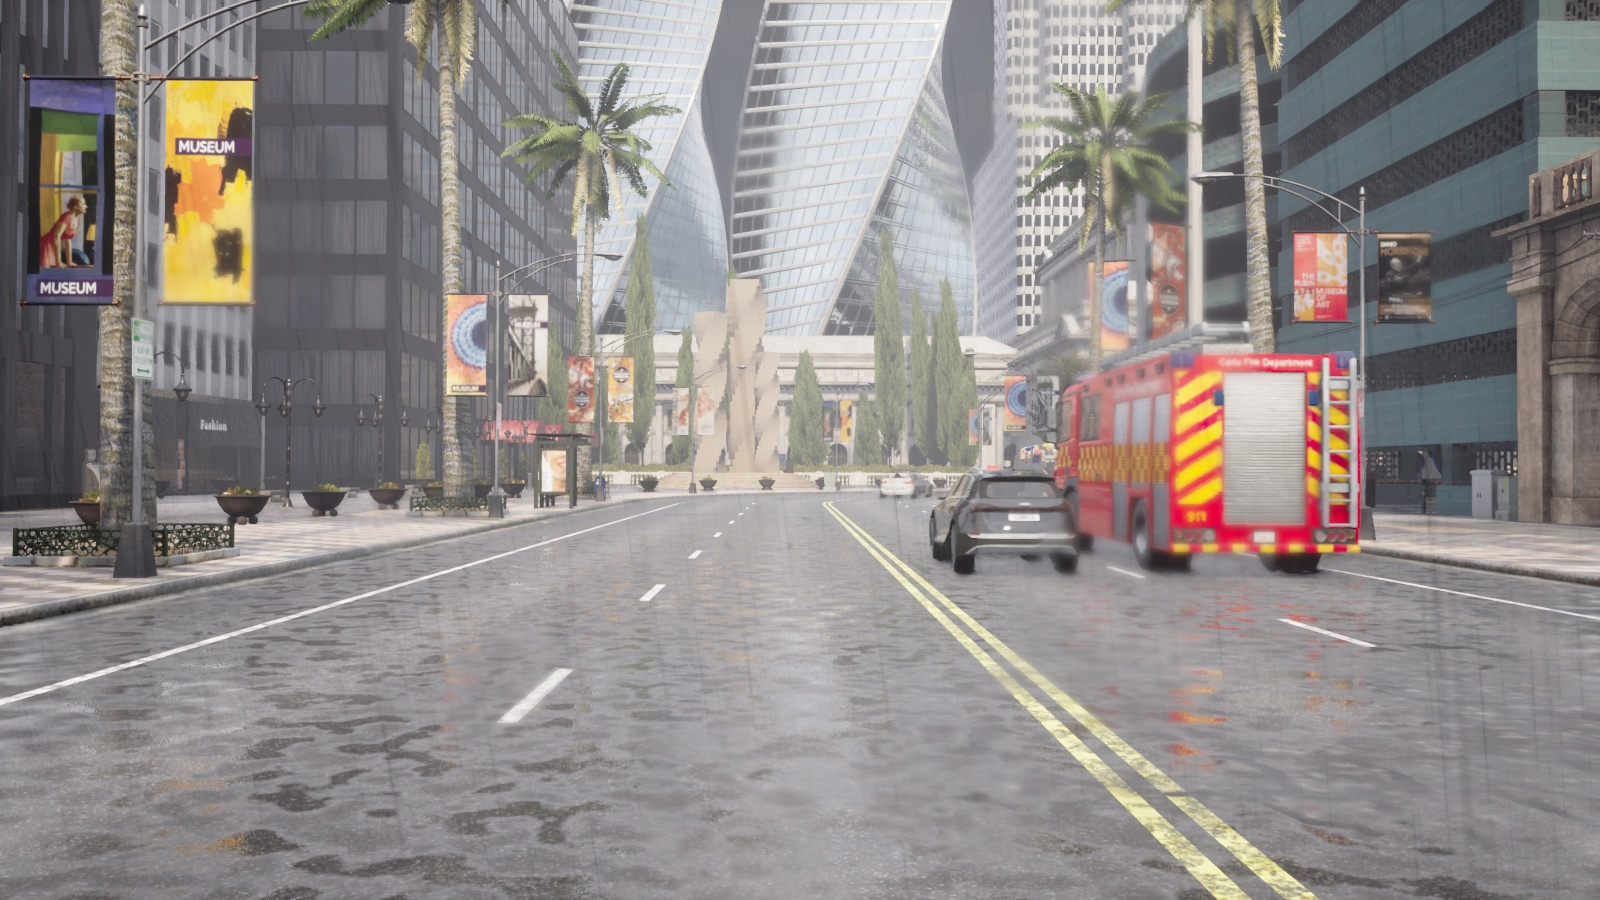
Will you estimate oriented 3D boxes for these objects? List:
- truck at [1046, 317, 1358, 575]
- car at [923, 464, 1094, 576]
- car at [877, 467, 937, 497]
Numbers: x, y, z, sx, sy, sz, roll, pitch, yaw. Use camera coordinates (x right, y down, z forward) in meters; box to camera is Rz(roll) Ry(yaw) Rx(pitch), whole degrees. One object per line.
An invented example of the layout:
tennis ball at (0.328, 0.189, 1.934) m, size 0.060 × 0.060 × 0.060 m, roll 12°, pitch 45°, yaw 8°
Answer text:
truck at (6.816, 0.007, 22.940) m, size 2.891 × 3.827 × 8.468 m, roll 0°, pitch -1°, yaw 0°
car at (3.336, 1.085, 21.092) m, size 2.033 × 1.649 × 4.856 m, roll 0°, pitch -1°, yaw 0°
car at (6.365, 1.878, 74.325) m, size 2.242 × 1.667 × 4.611 m, roll -1°, pitch -1°, yaw 22°
